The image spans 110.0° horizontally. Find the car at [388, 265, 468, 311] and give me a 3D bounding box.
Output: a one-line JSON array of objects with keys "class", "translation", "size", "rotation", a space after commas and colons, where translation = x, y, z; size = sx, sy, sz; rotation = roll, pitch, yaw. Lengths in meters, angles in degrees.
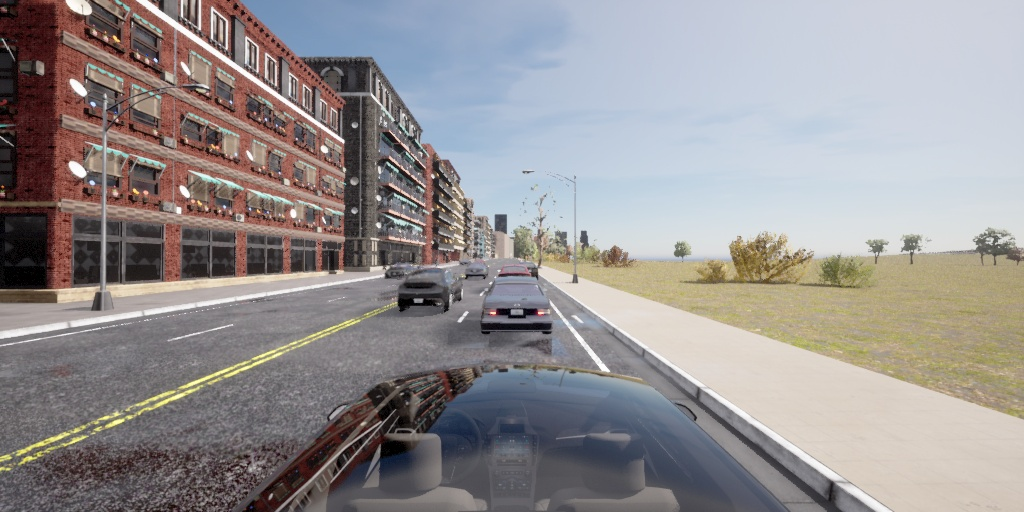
[{"class": "car", "translation": [-3.125, 1.256, 14.435], "size": [1.837, 1.490, 4.892], "rotation": [0, 0, 0]}]

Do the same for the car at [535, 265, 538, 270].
[{"class": "car", "translation": [1.200, 1.232, 30.517], "size": [1.882, 1.535, 5.008], "rotation": [0, 0, 0]}]

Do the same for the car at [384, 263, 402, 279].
[{"class": "car", "translation": [-9.786, 1.318, 31.825], "size": [1.994, 1.385, 4.181], "rotation": [0, 0, 0]}]

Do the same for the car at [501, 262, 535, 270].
[{"class": "car", "translation": [0.144, 1.231, 21.079], "size": [1.882, 1.535, 5.008], "rotation": [0, 0, 0]}]

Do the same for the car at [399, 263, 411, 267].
[{"class": "car", "translation": [-6.547, 1.354, 26.733], "size": [1.895, 1.301, 4.718], "rotation": [0, 0, 0]}]

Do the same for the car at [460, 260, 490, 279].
[{"class": "car", "translation": [-3.090, 1.302, 32.400], "size": [2.033, 1.411, 5.357], "rotation": [0, 0, 0]}]

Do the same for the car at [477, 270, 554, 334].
[{"class": "car", "translation": [0.118, 1.299, 10.540], "size": [2.033, 1.411, 5.357], "rotation": [0, 0, 0]}]
